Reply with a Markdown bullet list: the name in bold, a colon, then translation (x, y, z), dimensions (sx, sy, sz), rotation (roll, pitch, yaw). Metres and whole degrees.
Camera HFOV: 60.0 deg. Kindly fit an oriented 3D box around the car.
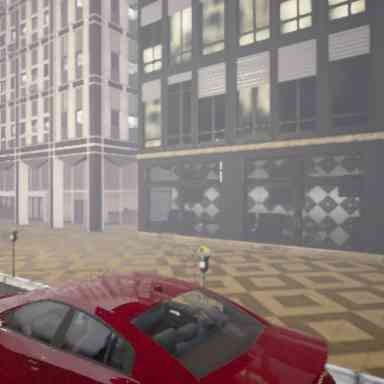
- **car**: translation (-0.914, 1.561, 3.520), dimensions (4.507, 1.381, 1.887), rotation (0, 0, 35)
